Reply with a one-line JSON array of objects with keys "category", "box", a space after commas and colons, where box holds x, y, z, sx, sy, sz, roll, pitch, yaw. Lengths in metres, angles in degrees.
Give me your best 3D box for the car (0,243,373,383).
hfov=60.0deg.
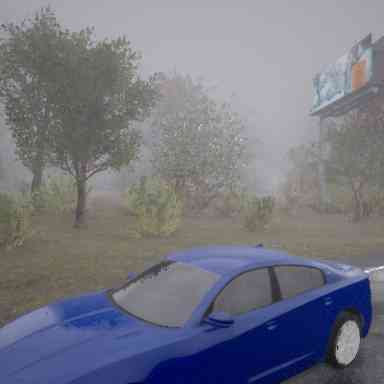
[{"category": "car", "box": [0.269, 1.479, 4.150, 5.008, 1.535, 1.882, 0, 0, -35]}]
